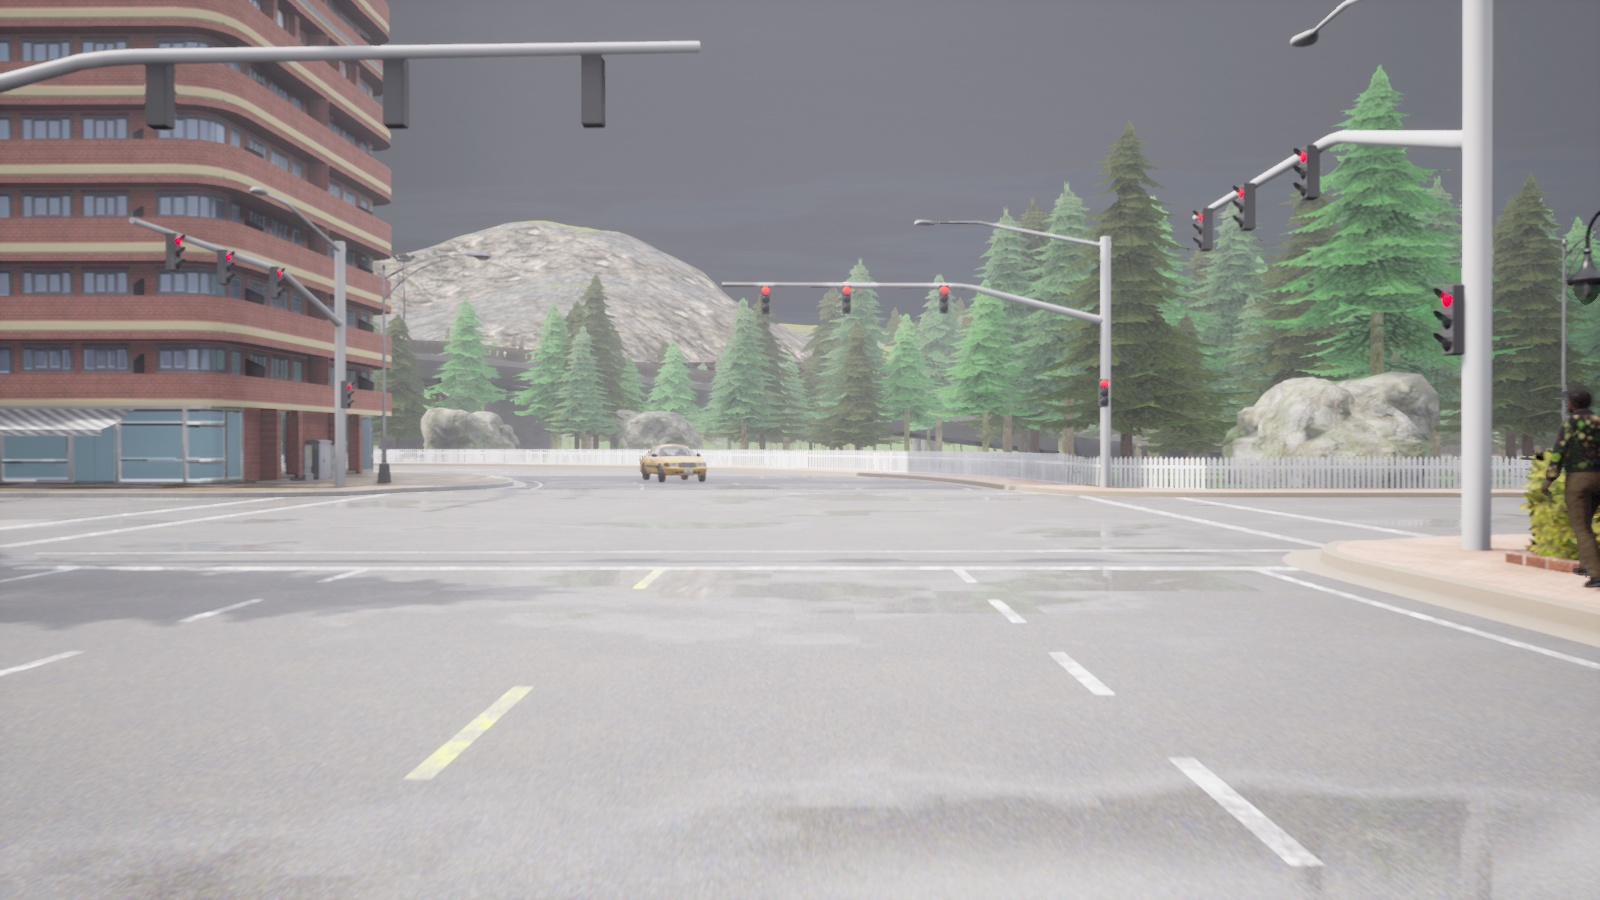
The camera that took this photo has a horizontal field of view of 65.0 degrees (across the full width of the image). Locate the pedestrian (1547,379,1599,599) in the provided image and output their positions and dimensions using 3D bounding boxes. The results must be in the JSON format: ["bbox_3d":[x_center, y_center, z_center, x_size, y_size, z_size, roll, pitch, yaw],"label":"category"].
[{"bbox_3d":[7.162,0.342,11.377,0.395,1.930,0.692,0,0,4],"label":"pedestrian"}]

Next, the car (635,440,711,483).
[{"bbox_3d":[-5.041,0.405,49.198,1.801,1.575,5.366,0,0,-18],"label":"car"}]
